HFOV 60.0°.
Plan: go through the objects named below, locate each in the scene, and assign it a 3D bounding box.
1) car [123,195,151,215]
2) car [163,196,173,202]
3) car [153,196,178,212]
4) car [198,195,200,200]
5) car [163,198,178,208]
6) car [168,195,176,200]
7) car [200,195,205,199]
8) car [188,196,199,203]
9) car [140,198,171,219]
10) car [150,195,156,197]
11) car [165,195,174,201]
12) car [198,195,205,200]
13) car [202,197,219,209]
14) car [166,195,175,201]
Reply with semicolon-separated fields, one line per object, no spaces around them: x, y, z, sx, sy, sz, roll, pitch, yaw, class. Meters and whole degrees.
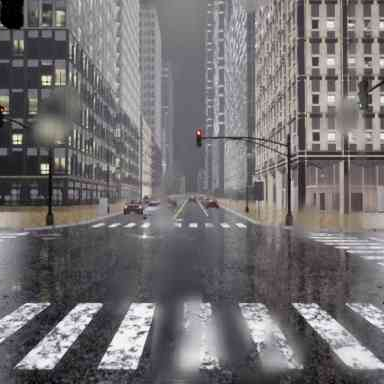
-5.675;1.453;33.704;1.967;1.590;4.097;1;0;0;car
-5.678;1.582;78.305;2.008;1.369;4.403;1;0;0;car
-3.101;1.562;38.841;2.033;1.411;5.357;0;0;0;car
2.702;1.590;61.649;1.947;1.339;4.313;1;0;0;car
-3.094;1.620;49.134;1.895;1.301;4.718;0;0;0;car
-5.680;1.605;95.030;1.947;1.339;4.313;1;0;0;car
2.703;1.547;56.242;1.752;1.417;4.829;1;0;0;car
0.081;1.573;70.418;2.033;1.411;5.357;0;0;0;car
-3.105;1.537;29.176;1.812;1.442;4.674;0;0;0;car
-5.673;1.332;44.854;2.192;1.841;5.009;1;0;0;car
-5.679;1.578;83.880;1.887;1.381;4.507;1;0;0;car
2.701;1.583;95.112;1.887;1.381;4.507;1;0;0;car
2.702;1.599;44.916;1.802;1.307;4.206;1;0;0;car
-5.679;1.587;89.455;2.008;1.369;4.403;1;0;0;car
